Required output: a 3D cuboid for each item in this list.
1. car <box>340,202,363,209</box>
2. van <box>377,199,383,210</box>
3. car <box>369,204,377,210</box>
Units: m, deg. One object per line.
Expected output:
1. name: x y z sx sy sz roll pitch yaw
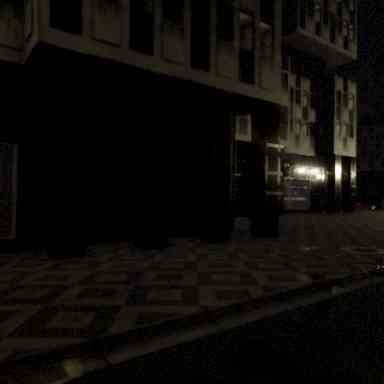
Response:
1. car: 27.527 2.278 57.874 1.802 1.307 4.206 1 -1 -36
2. van: 27.158 1.814 43.723 1.690 1.788 3.998 1 -1 -36
3. car: 30.809 2.208 53.277 2.008 1.369 4.403 1 -1 -36
